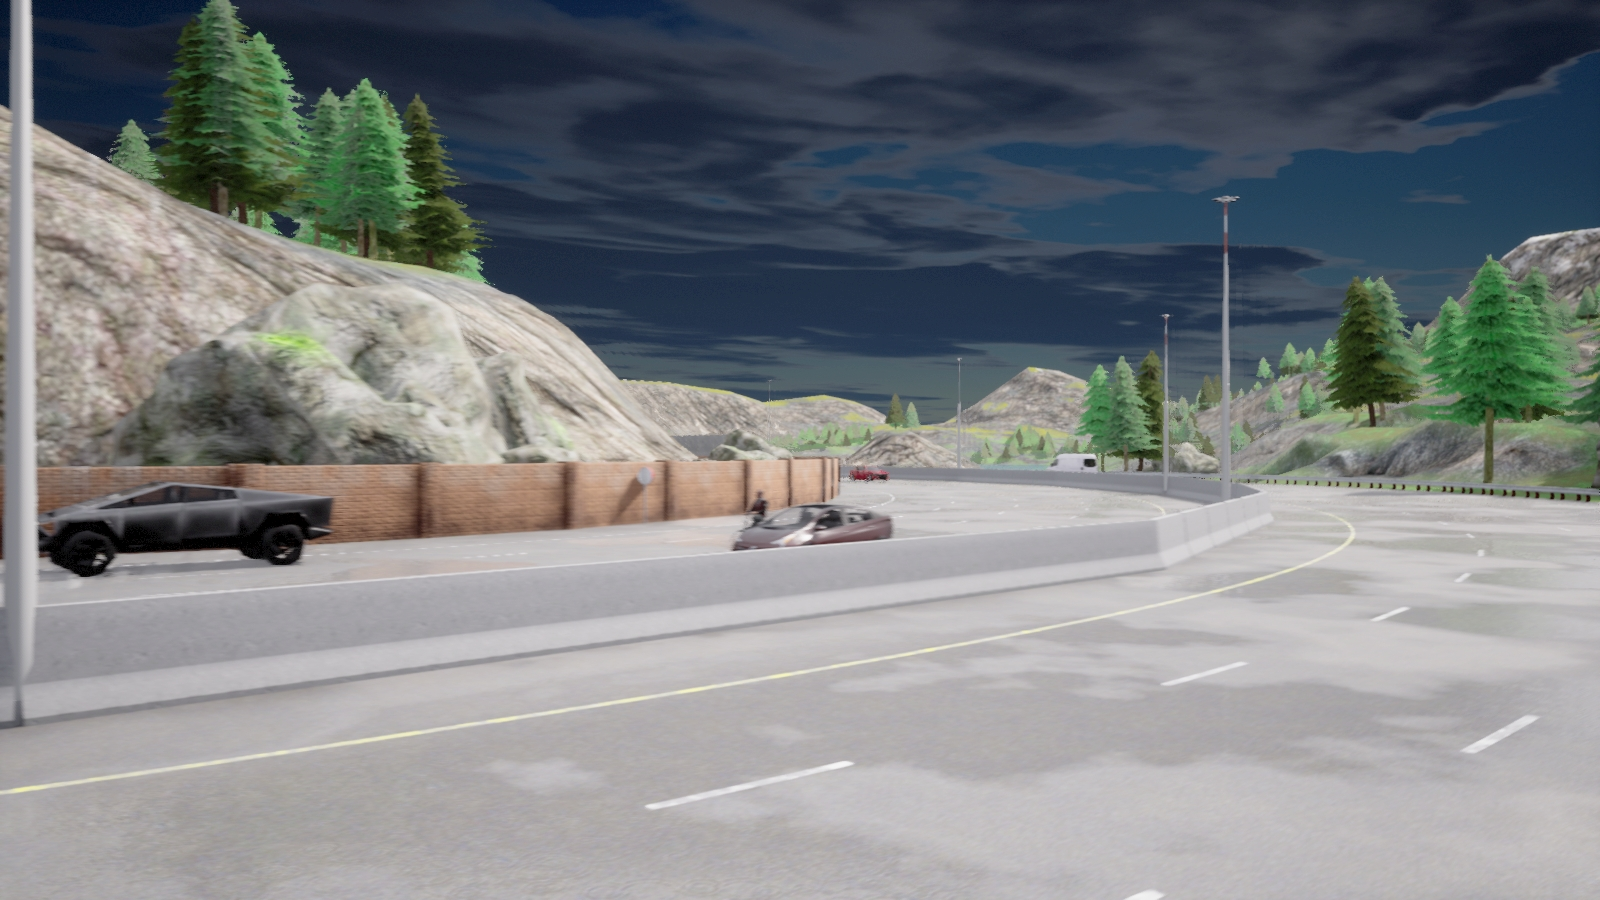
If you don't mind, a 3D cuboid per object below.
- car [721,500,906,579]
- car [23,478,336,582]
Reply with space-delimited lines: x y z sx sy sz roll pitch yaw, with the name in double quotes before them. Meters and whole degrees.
"car" 0.410 2.074 27.435 2.007 1.525 4.514 0 0 41
"car" -14.760 1.792 27.463 6.274 2.098 2.390 0 0 -40
